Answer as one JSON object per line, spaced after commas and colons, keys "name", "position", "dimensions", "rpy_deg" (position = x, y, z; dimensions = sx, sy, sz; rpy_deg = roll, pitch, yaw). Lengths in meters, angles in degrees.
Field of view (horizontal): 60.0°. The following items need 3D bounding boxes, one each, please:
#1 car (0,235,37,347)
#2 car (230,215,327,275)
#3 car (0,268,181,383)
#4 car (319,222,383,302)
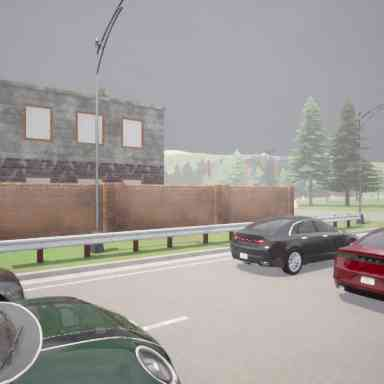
{"name": "car", "position": [-4.673, 1.564, 4.712], "dimensions": [4.181, 1.385, 1.994], "rpy_deg": [0, 0, -36]}
{"name": "car", "position": [3.400, 1.505, 10.515], "dimensions": [4.892, 1.490, 1.837], "rpy_deg": [0, 0, -35]}
{"name": "car", "position": [-2.256, 1.352, 2.137], "dimensions": [4.553, 1.767, 2.097], "rpy_deg": [0, 0, -35]}
{"name": "car", "position": [5.258, 1.478, 7.543], "dimensions": [5.008, 1.535, 1.882], "rpy_deg": [0, 0, -35]}
